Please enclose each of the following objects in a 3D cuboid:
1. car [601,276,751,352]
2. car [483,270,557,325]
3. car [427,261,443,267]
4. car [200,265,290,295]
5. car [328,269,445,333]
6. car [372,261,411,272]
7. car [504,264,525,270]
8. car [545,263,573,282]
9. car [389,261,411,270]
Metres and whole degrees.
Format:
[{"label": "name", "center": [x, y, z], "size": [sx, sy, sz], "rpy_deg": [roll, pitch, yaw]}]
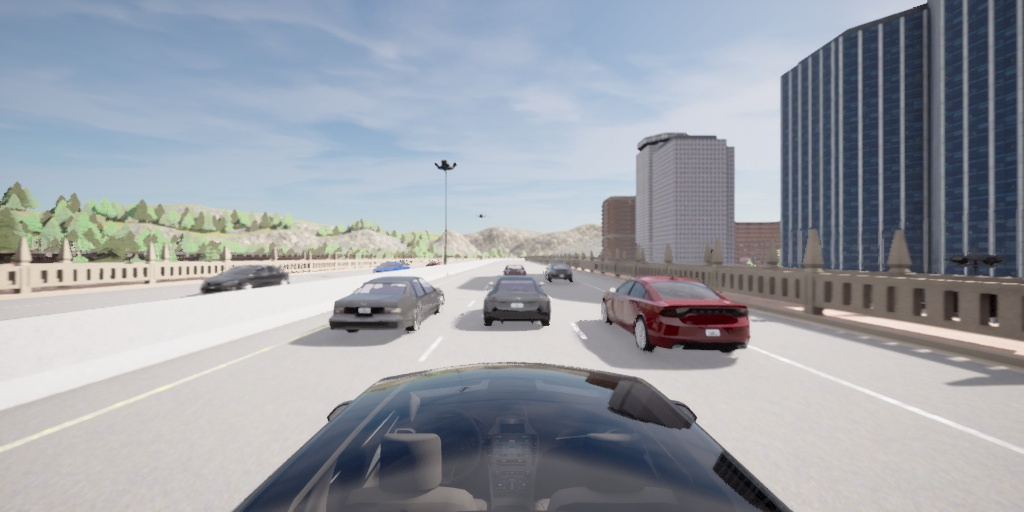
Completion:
[{"label": "car", "center": [3.636, 1.236, 8.956], "size": [1.882, 1.535, 5.008], "rpy_deg": [0, 0, 0]}, {"label": "car", "center": [0.148, 1.319, 11.793], "size": [1.994, 1.385, 4.181], "rpy_deg": [0, 0, 0]}, {"label": "car", "center": [-13.724, 1.517, 63.809], "size": [1.895, 1.301, 4.718], "rpy_deg": [0, 0, 0]}, {"label": "car", "center": [-14.023, 1.247, 19.217], "size": [1.837, 1.490, 4.892], "rpy_deg": [0, 0, 0]}, {"label": "car", "center": [-3.367, 1.296, 10.718], "size": [2.033, 1.411, 5.357], "rpy_deg": [0, 0, 0]}, {"label": "car", "center": [-10.461, 1.247, 31.140], "size": [1.882, 1.535, 5.008], "rpy_deg": [0, 0, 0]}, {"label": "car", "center": [0.229, 1.389, 31.466], "size": [1.895, 1.301, 4.718], "rpy_deg": [0, 0, 0]}, {"label": "car", "center": [3.715, 1.313, 28.881], "size": [1.812, 1.442, 4.674], "rpy_deg": [0, 0, 0]}, {"label": "car", "center": [-17.270, 1.438, 55.660], "size": [1.895, 1.301, 4.718], "rpy_deg": [0, 0, 1]}]
